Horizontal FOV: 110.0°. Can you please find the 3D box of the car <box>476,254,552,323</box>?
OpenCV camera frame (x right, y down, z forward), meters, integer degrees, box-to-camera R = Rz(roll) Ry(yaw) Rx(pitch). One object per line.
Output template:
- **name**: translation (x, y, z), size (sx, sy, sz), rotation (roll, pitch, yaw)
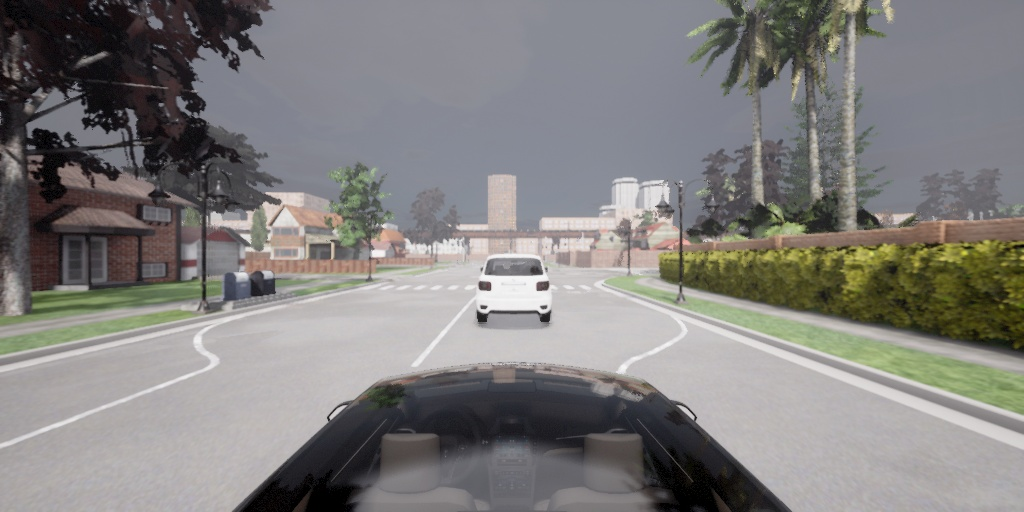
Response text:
- **car**: translation (0.070, 0.941, 12.107), size (2.150, 2.045, 5.566), rotation (0, 0, 0)
